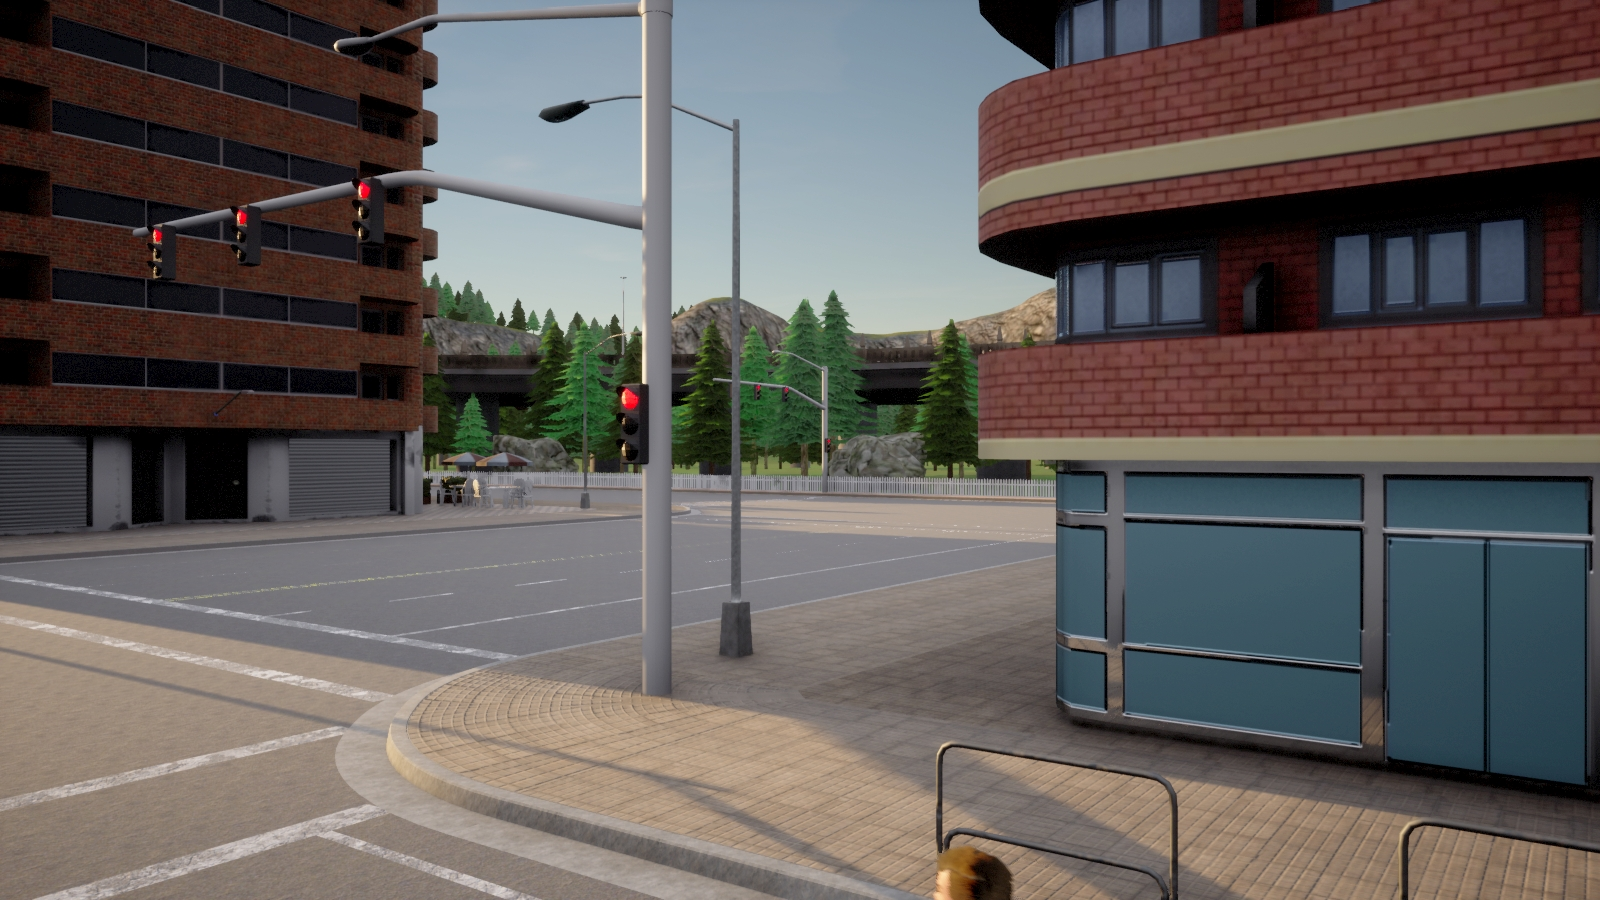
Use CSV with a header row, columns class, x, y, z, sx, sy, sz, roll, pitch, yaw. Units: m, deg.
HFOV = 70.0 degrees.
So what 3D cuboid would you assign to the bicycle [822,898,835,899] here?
class,x,y,z,sx,sy,sz,roll,pitch,yaw
bicycle,0.454,2.233,3.481,1.487,1.126,0.859,0,0,35
